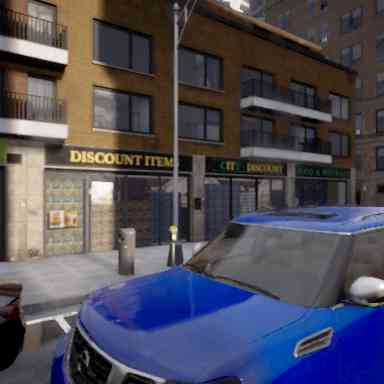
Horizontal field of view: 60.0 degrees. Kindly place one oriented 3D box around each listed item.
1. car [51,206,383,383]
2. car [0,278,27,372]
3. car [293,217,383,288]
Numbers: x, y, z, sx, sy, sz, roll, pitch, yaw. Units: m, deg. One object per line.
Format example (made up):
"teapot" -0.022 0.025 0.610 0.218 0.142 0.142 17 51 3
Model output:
"car" 1.387 1.231 3.940 5.566 2.045 2.150 0 0 -36
"car" -4.031 1.562 3.314 4.313 1.339 1.947 0 0 -36
"car" 5.220 1.572 9.916 4.507 1.381 1.887 0 0 -36
